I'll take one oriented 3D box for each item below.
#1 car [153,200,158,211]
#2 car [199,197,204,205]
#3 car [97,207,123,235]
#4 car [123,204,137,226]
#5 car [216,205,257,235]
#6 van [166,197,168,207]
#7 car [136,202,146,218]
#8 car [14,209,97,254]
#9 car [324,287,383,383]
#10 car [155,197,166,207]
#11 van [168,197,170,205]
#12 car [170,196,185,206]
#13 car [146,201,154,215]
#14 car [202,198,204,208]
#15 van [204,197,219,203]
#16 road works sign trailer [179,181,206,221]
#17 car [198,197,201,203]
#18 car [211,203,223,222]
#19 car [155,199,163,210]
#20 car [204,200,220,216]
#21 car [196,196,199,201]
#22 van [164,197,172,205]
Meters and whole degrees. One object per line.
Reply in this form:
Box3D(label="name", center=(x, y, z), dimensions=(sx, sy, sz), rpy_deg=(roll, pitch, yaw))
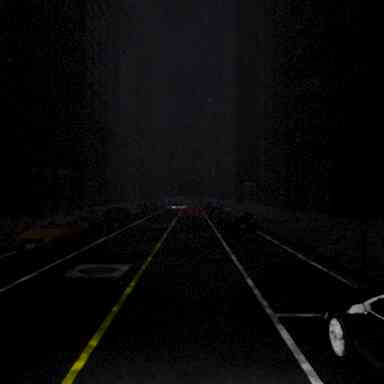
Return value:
Box3D(label="car", center=(-5.776, 1.993, 42.609), dimensions=(1.802, 1.307, 4.206), rpy_deg=(0, -1, 0))
Box3D(label="car", center=(2.744, 2.136, 59.536), dimensions=(2.008, 1.369, 4.403), rpy_deg=(0, -1, 0))
Box3D(label="car", center=(-5.769, 1.735, 20.064), dimensions=(1.887, 1.381, 4.507), rpy_deg=(0, -1, 0))
Box3D(label="car", center=(-5.771, 1.810, 25.700), dimensions=(1.947, 1.339, 4.313), rpy_deg=(0, -1, 0))
Box3D(label="car", center=(2.756, 1.735, 20.084), dimensions=(1.887, 1.381, 4.507), rpy_deg=(0, -1, 0))
Box3D(label="van", center=(-5.782, 1.926, 59.520), dimensions=(1.690, 1.788, 3.998), rpy_deg=(0, -1, 0))
Box3D(label="car", center=(-5.772, 1.823, 31.167), dimensions=(1.752, 1.417, 4.829), rpy_deg=(0, -1, 0))
Box3D(label="car", center=(-5.768, 1.661, 14.258), dimensions=(1.752, 1.417, 4.829), rpy_deg=(0, -1, 0))
Box3D(label="car", center=(2.761, 1.582, 3.177), dimensions=(2.008, 1.369, 4.403), rpy_deg=(0, -1, 0))
Box3D(label="car", center=(-5.780, 1.966, 53.883), dimensions=(1.967, 1.590, 4.097), rpy_deg=(0, -1, 0))
Box3D(label="van", center=(-5.783, 1.986, 65.156), dimensions=(1.690, 1.788, 3.998), rpy_deg=(0, -1, 0))
Box3D(label="car", center=(-3.020, 2.182, 71.000), dimensions=(1.882, 1.535, 5.008), rpy_deg=(0, -1, 0))
Box3D(label="car", center=(-5.774, 1.920, 36.972), dimensions=(1.947, 1.339, 4.313), rpy_deg=(0, -1, 0))
Box3D(label="car", center=(2.747, 2.019, 48.264), dimensions=(2.008, 1.369, 4.403), rpy_deg=(0, -1, 0))
Box3D(label="van", center=(2.749, 1.752, 42.630), dimensions=(1.690, 1.788, 3.998), rpy_deg=(0, -1, 0))
Box3D(label="road works sign trailer", center=(-0.008, 0.754, 30.387), dimensions=(2.380, 3.560, 2.880), rpy_deg=(0, -1, 0))
Box3D(label="car", center=(2.740, 2.249, 70.808), dimensions=(1.887, 1.381, 4.507), rpy_deg=(0, -1, 0))
Box3D(label="car", center=(2.754, 1.789, 25.721), dimensions=(1.887, 1.381, 4.507), rpy_deg=(0, -1, 0))
Box3D(label="car", center=(-5.778, 2.034, 48.245), dimensions=(1.947, 1.339, 4.313), rpy_deg=(0, -1, 0))
Box3D(label="car", center=(2.751, 1.905, 36.992), dimensions=(2.008, 1.369, 4.403), rpy_deg=(0, -1, 0))
Box3D(label="car", center=(2.736, 2.141, 82.082), dimensions=(2.192, 1.841, 5.009), rpy_deg=(0, -1, 0))
Box3D(label="van", center=(-5.788, 2.167, 82.064), dimensions=(1.690, 1.788, 3.998), rpy_deg=(0, -1, 0))
